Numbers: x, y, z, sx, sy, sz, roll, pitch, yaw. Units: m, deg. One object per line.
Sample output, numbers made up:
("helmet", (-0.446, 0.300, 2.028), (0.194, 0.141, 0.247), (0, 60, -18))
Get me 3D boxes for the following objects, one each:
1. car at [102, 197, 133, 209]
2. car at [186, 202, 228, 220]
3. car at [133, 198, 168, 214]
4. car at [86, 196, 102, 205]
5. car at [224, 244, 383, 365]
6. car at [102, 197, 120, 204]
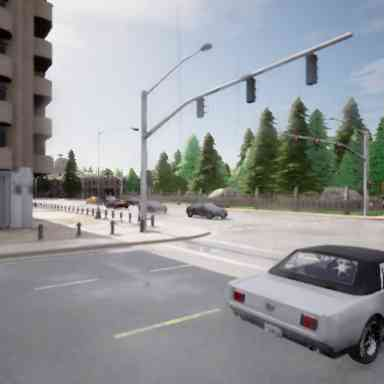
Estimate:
("car", (-10.408, 1.707, 46.142), (1.895, 1.301, 4.718), (0, 0, -36))
("car", (1.249, 1.632, 29.963), (1.812, 1.442, 4.674), (0, 0, -36))
("car", (-4.546, 1.632, 37.997), (1.812, 1.442, 4.674), (0, 0, -36))
("car", (-18.744, 1.593, 63.991), (1.882, 1.535, 5.008), (0, 0, -36))
("car", (2.913, 1.617, 5.862), (4.718, 1.301, 1.895), (0, 0, -36))
("car", (-16.132, 1.651, 66.343), (1.812, 1.442, 4.674), (0, 0, -36))
